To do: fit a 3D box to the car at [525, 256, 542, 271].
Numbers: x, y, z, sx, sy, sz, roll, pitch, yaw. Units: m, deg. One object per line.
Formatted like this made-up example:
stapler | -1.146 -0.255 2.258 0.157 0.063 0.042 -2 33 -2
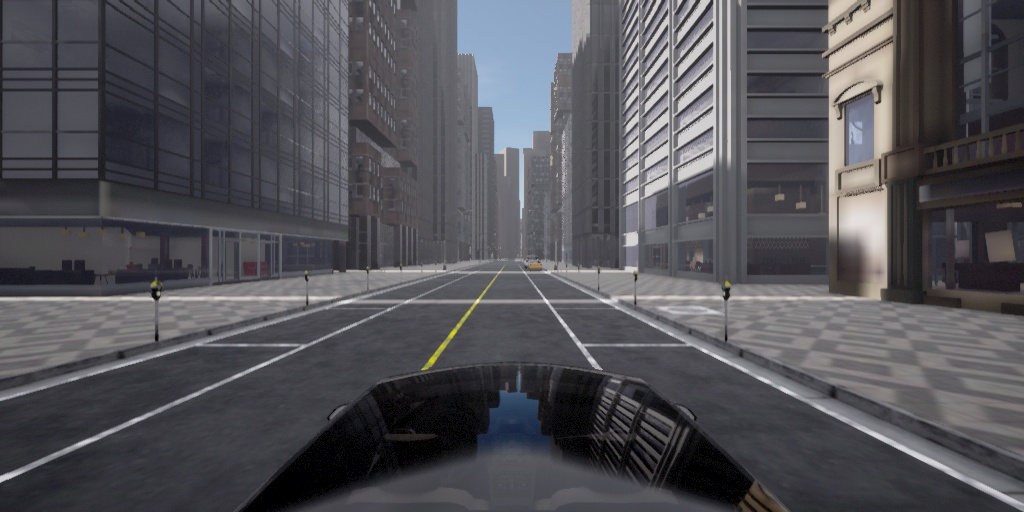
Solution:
car | 3.150 1.192 49.587 1.801 1.575 5.366 0 0 0
